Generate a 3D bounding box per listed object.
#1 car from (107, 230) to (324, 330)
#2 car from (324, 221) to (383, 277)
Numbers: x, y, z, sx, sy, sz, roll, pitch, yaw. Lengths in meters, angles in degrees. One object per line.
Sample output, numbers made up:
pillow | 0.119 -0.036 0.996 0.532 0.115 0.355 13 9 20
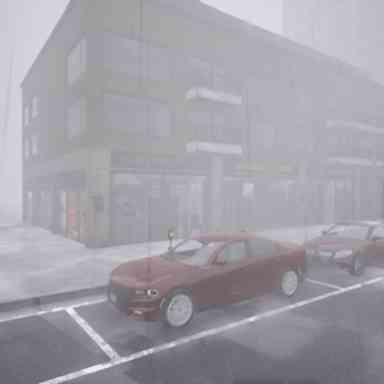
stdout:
car | 0.514 1.531 6.888 4.507 1.381 1.887 0 0 -35
car | 5.019 1.552 10.088 4.206 1.307 1.802 0 0 -35
